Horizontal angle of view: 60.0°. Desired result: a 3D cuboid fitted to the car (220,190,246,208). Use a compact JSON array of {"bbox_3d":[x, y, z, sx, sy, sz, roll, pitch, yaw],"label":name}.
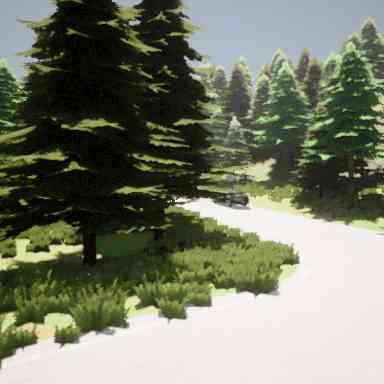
[{"bbox_3d":[3.485,0.526,31.285,2.128,1.511,4.902,0,5,-24],"label":"car"}]
